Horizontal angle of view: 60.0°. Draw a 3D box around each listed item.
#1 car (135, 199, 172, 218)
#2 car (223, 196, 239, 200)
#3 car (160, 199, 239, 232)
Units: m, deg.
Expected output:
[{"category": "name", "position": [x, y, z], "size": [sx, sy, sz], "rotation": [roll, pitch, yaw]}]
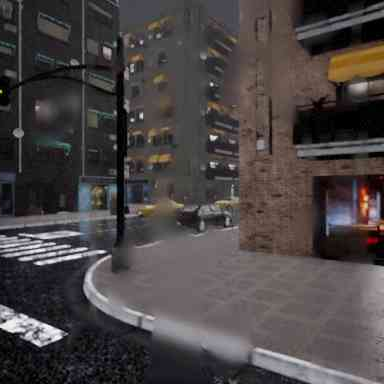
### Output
[{"category": "car", "position": [-2.547, 1.253, 27.369], "size": [1.752, 1.417, 4.829], "rotation": [1, 1, 36]}, {"category": "car", "position": [4.124, 1.112, 36.541], "size": [1.752, 1.417, 4.829], "rotation": [1, 1, 36]}, {"category": "car", "position": [0.608, 1.333, 18.310], "size": [2.008, 1.369, 4.403], "rotation": [1, 1, 36]}]
